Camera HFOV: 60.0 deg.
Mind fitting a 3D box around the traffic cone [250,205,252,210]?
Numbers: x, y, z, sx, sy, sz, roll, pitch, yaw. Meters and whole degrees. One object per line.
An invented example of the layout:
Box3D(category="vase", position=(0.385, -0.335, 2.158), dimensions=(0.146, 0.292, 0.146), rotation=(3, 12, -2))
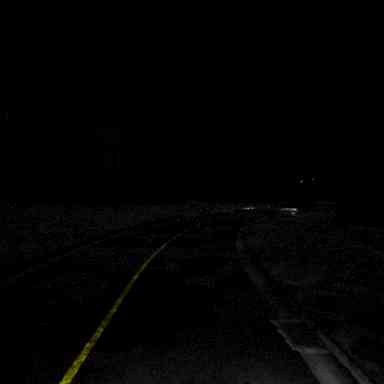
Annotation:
Box3D(category="traffic cone", position=(7.793, 2.033, 44.295), dimensions=(0.340, 0.580, 0.340), rotation=(0, 0, 37))

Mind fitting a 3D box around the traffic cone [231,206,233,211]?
Box3D(category="traffic cone", position=(4.858, 2.021, 39.965), dimensions=(0.340, 0.580, 0.340), rotation=(0, 0, 32))

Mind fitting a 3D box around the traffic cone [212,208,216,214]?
Box3D(category="traffic cone", position=(2.305, 2.010, 35.400), dimensions=(0.340, 0.580, 0.340), rotation=(0, 0, 27))

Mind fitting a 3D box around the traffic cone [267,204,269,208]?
Box3D(category="traffic cone", position=(11.090, 2.047, 48.356), dimensions=(0.340, 0.580, 0.340), rotation=(0, 0, 42))

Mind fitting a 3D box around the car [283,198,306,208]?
Box3D(category="car", position=(15.237, 1.633, 49.208), dimensions=(4.674, 1.442, 1.812), rotation=(0, 0, -45))
